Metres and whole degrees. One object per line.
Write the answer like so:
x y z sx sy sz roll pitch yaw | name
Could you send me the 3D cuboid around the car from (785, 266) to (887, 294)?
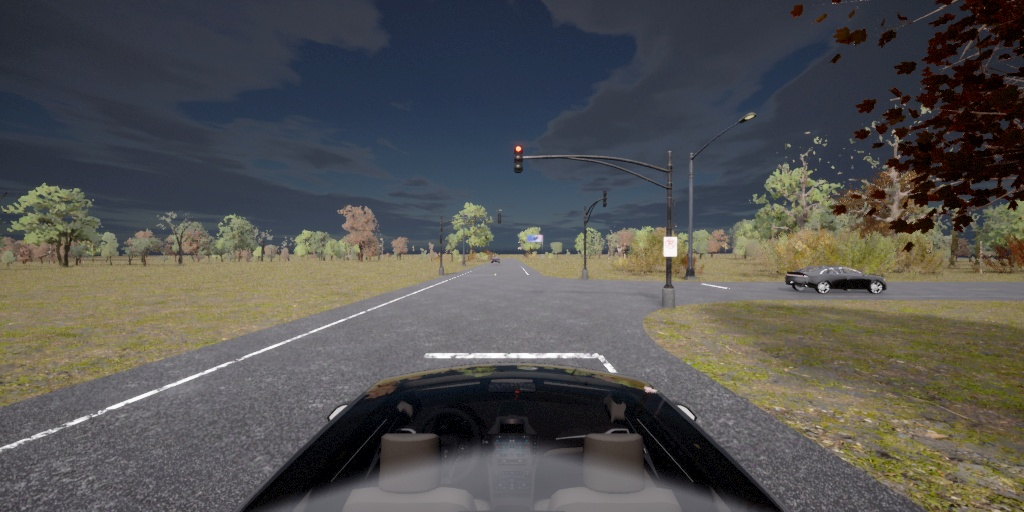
18.327 1.308 20.373 4.902 1.511 2.128 0 1 0 | car
